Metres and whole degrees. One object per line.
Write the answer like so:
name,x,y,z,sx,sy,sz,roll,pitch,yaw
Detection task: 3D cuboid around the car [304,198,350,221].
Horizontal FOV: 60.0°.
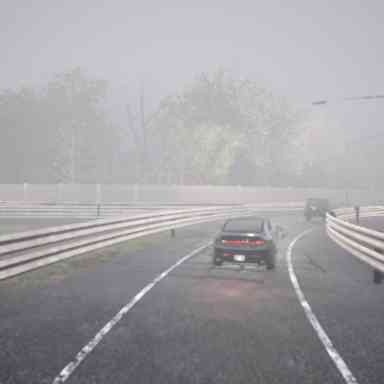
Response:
car,11.853,1.508,29.149,2.150,2.045,5.566,0,-1,44

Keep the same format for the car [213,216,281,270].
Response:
car,2.000,1.594,11.577,1.837,1.490,4.892,0,0,16
